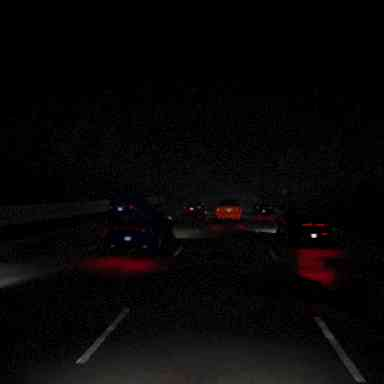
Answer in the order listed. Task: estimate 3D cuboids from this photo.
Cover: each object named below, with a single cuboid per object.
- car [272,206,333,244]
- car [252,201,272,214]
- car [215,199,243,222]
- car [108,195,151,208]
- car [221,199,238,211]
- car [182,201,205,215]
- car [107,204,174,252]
[{"bbox_3d":[5.283,1.529,16.051,1.837,1.490,4.892,0,0,6],"label":"car"},{"bbox_3d":[7.547,1.638,35.919,1.895,1.301,4.718,0,0,7],"label":"car"},{"bbox_3d":[2.934,1.369,26.378,2.097,1.767,4.553,0,0,7],"label":"car"},{"bbox_3d":[-4.359,1.210,24.267,2.150,2.045,5.566,0,0,7],"label":"car"},{"bbox_3d":[4.760,1.592,42.325,1.994,1.385,4.181,0,0,7],"label":"car"},{"bbox_3d":[0.212,1.572,33.393,1.994,1.385,4.181,0,0,7],"label":"car"},{"bbox_3d":[-1.973,1.473,14.055,1.882,1.535,5.008,0,0,6],"label":"car"}]
